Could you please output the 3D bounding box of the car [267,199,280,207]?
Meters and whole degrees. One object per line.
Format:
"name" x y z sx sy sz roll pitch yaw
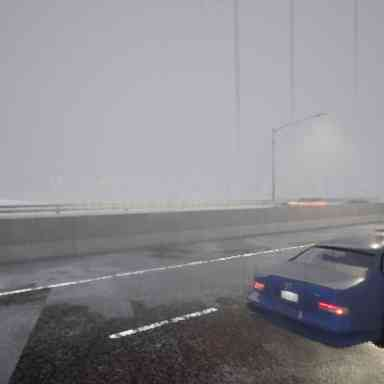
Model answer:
"car" 10.420 1.425 37.062 4.902 1.511 2.128 0 0 -35

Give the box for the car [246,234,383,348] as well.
"car" 3.433 1.529 6.218 5.357 1.411 2.033 0 0 -36

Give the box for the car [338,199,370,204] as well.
"car" 15.531 1.431 32.087 4.892 1.490 1.837 0 0 -35

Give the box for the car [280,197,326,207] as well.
"car" 11.450 1.286 33.512 4.553 1.767 2.097 0 0 -35
